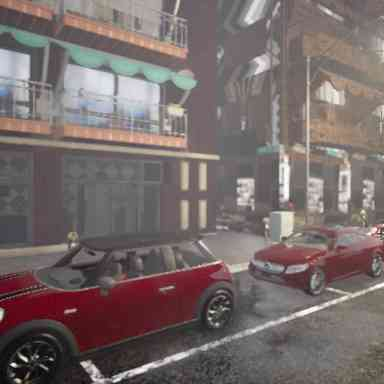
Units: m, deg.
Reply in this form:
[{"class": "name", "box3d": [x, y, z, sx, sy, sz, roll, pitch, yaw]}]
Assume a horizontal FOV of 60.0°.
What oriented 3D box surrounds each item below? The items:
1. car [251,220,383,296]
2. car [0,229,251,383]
[{"class": "car", "box3d": [3.317, 1.532, 8.454, 4.206, 1.307, 1.802, 0, 1, -35]}, {"class": "car", "box3d": [-1.299, 1.428, 5.159, 4.097, 1.590, 1.967, 0, 1, -35]}]
